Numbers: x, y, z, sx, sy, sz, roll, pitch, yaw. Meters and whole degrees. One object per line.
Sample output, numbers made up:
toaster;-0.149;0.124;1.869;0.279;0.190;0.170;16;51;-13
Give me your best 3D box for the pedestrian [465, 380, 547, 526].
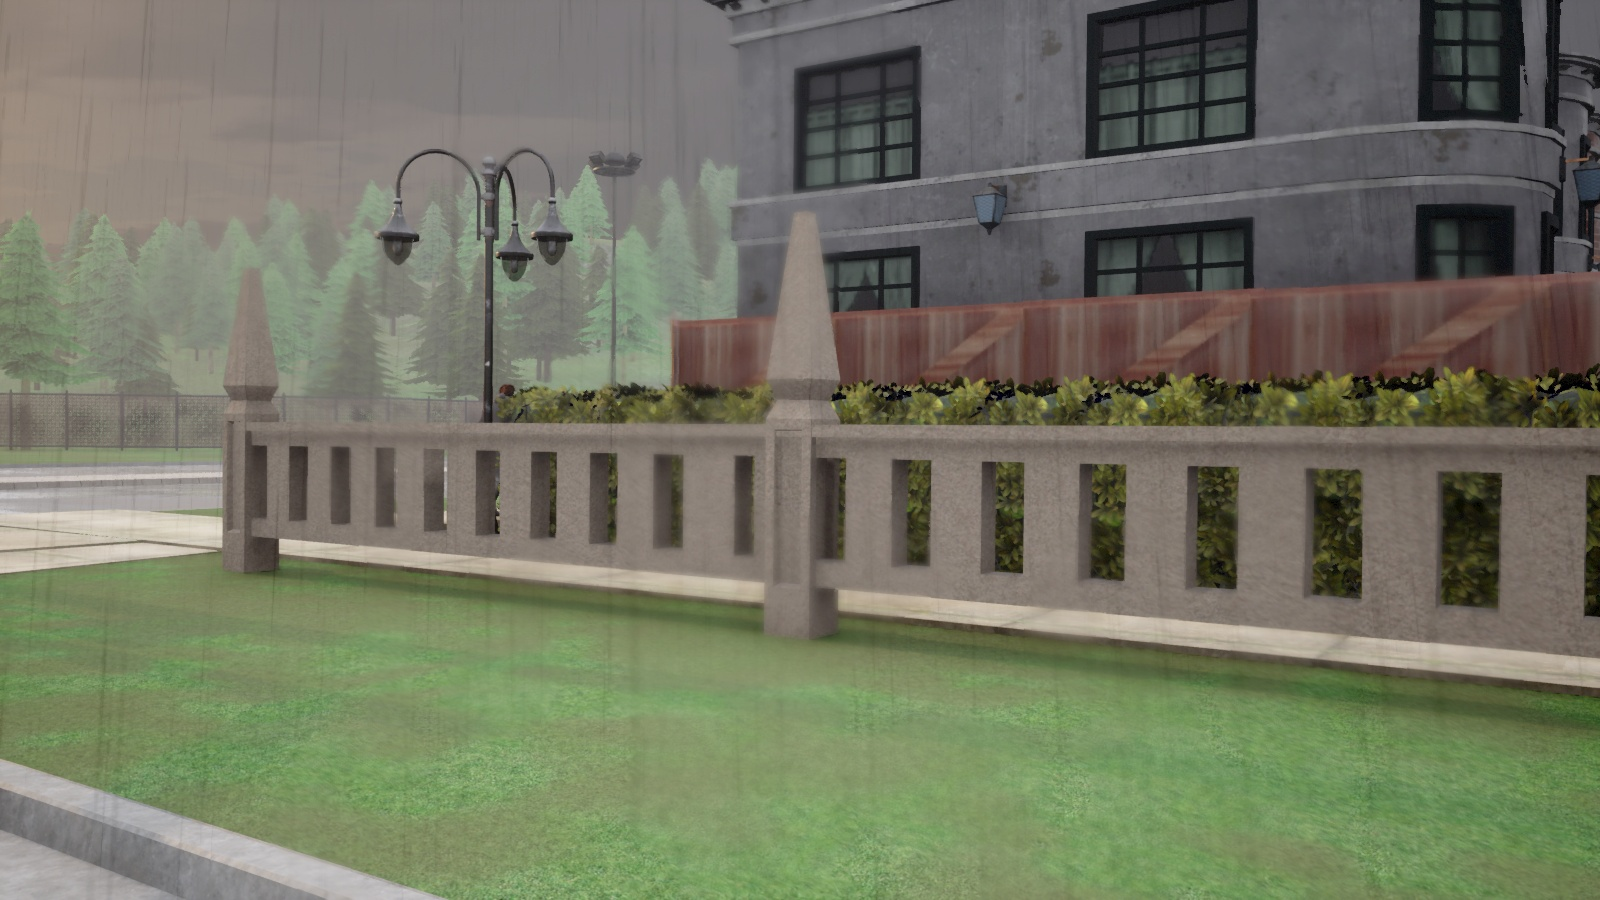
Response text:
pedestrian;-4.052;0.032;17.349;0.659;1.952;0.873;0;1;31
